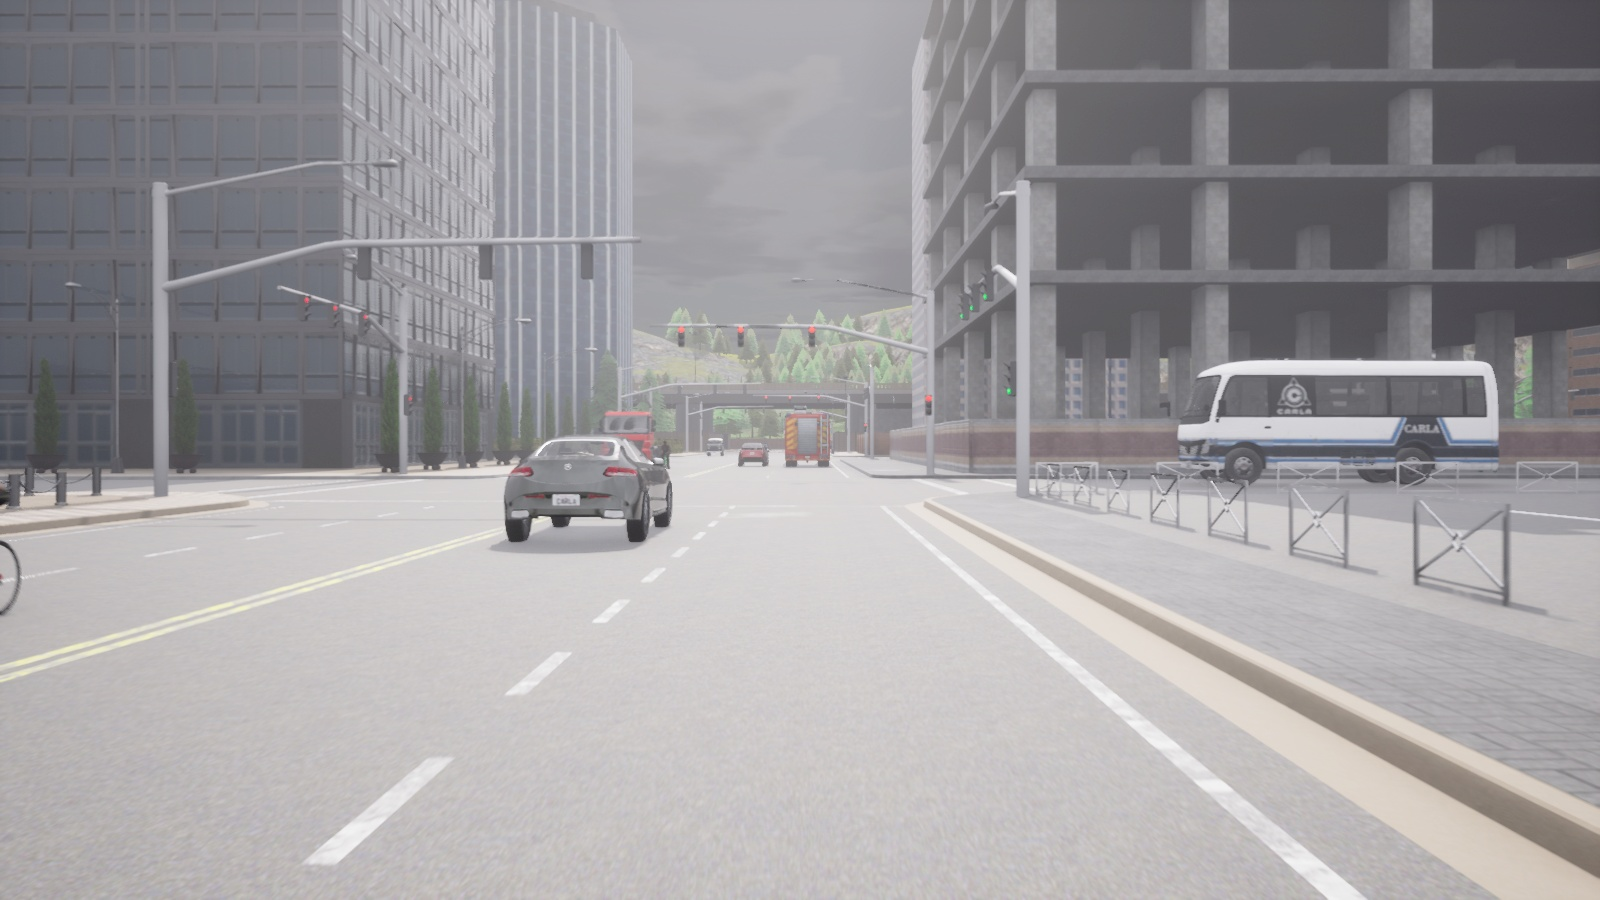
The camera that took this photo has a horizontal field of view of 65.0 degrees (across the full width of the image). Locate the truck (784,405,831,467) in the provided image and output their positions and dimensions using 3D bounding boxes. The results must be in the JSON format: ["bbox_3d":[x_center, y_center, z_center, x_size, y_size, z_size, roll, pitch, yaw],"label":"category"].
[{"bbox_3d":[0.484,-0.882,82.342,2.891,3.827,8.468,0,0,0],"label":"truck"}]

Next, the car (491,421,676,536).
[{"bbox_3d":[-3.367,0.406,20.599,2.152,1.651,5.027,0,0,0],"label":"car"}]

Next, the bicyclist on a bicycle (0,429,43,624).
[{"bbox_3d":[-6.927,0.636,10.164,0.582,1.620,1.656,0,1,0],"label":"bicyclist on a bicycle"}]

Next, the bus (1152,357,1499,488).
[{"bbox_3d":[17.797,-0.914,43.184,10.273,4.253,3.944,0,0,0],"label":"bus"}]

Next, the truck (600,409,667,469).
[{"bbox_3d":[-10.081,-0.676,76.732,2.891,3.462,7.936,0,0,1],"label":"truck"}]

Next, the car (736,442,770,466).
[{"bbox_3d":[-3.020,0.231,81.675,2.007,1.525,4.514,0,0,0],"label":"car"}]
